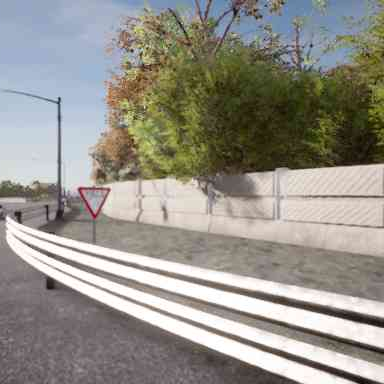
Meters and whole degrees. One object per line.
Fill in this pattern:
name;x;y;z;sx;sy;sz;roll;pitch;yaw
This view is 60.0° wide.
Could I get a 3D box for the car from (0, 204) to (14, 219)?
car;-18.570;1.828;31.707;1.895;1.301;4.718;0;0;-12
